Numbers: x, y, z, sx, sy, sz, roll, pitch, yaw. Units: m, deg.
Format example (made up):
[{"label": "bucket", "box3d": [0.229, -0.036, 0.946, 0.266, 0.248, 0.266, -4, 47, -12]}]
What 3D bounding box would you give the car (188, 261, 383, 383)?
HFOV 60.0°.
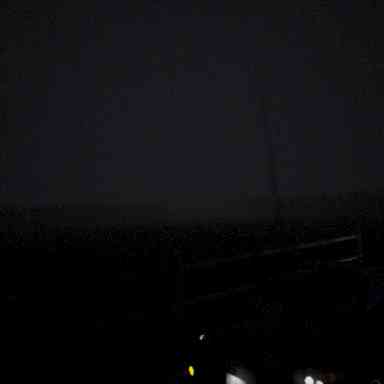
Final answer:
[{"label": "car", "box3d": [1.946, 1.723, 4.610, 4.181, 1.385, 1.994, 0, -3, -41]}]
